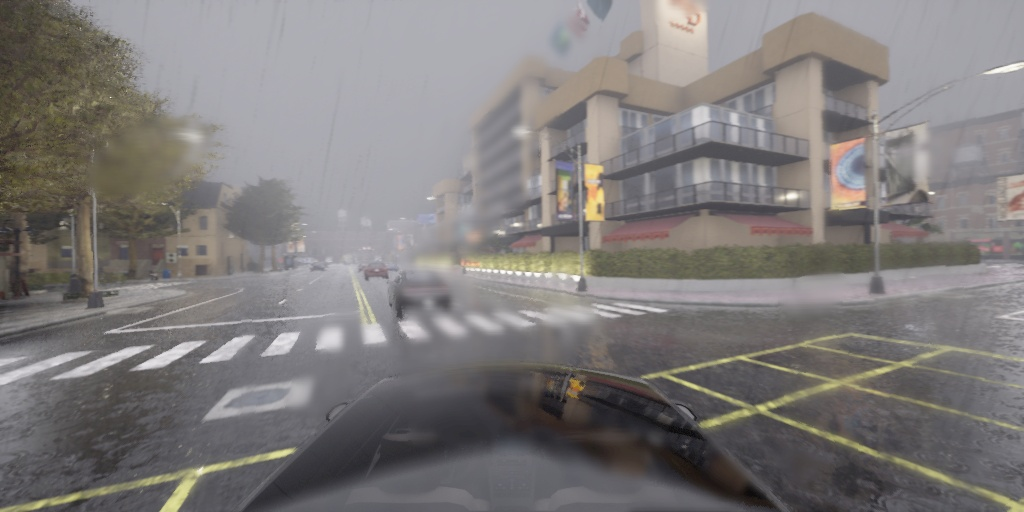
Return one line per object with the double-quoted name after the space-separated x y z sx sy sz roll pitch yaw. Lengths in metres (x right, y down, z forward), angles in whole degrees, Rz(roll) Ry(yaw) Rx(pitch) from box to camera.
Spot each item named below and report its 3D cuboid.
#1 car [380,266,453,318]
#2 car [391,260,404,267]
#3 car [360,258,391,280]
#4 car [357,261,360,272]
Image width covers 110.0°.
-3.604 1.312 13.648 2.128 1.511 4.902 -1 0 -23 "car"
-17.776 1.646 53.002 2.033 1.411 5.357 -1 0 -24 "car"
-13.638 1.368 35.756 2.097 1.767 4.553 -1 0 -24 "car"
-23.136 1.803 56.400 1.895 1.301 4.718 -1 0 -24 "car"
